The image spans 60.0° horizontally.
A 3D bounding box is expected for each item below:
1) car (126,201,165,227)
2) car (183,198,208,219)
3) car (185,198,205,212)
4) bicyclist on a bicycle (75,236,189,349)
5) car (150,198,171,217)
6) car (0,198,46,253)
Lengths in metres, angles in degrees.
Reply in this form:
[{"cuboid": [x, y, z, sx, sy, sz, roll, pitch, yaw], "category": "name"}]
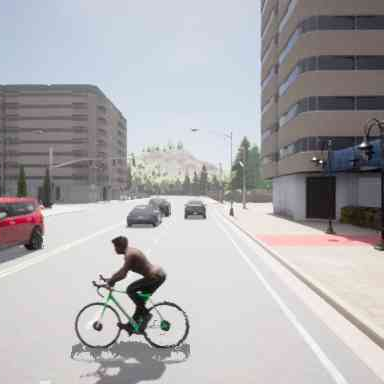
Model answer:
[{"cuboid": [-3.209, 1.564, 22.956, 1.994, 1.385, 4.181, 0, 0, 1], "category": "car"}, {"cuboid": [0.302, 1.505, 29.584, 1.837, 1.490, 4.892, 0, 0, 1], "category": "car"}, {"cuboid": [0.332, 1.491, 38.943, 2.128, 1.511, 4.902, 0, 0, 1], "category": "car"}, {"cuboid": [-0.862, 1.450, 4.752, 1.656, 1.620, 0.582, 0, 0, 1], "category": "bicyclist on a bicycle"}, {"cuboid": [-3.133, 1.352, 31.596, 2.097, 1.767, 4.553, 0, 0, 0], "category": "car"}, {"cuboid": [-7.001, 1.223, 11.190, 2.150, 2.045, 5.566, 0, 0, 1], "category": "car"}]
